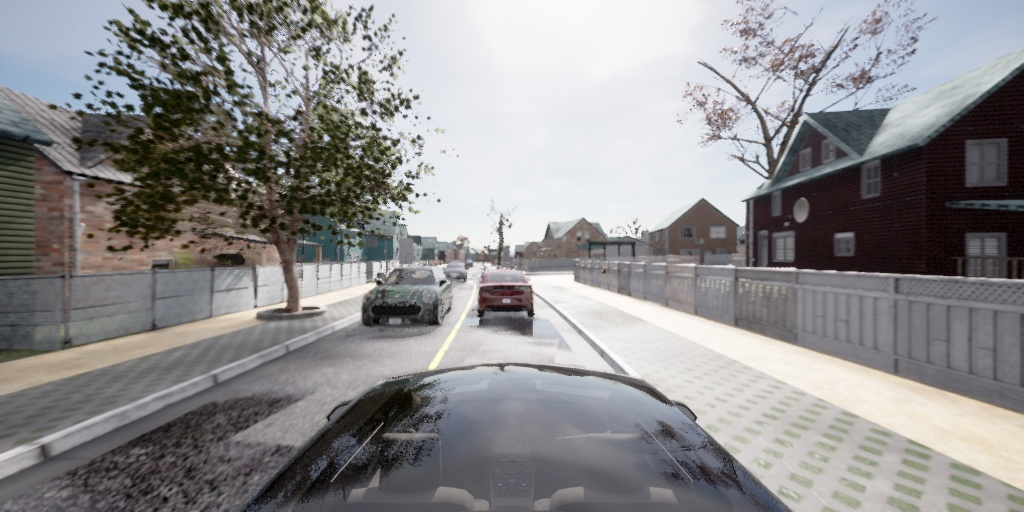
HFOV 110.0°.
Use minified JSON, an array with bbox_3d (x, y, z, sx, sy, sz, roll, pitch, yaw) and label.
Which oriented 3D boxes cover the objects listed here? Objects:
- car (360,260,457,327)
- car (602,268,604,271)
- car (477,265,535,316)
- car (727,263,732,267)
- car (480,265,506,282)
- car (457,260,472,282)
[{"bbox_3d":[-3.151,1.114,11.581,2.097,1.767,4.553,0,0,-3],"label":"car"},{"bbox_3d":[9.914,1.013,33.136,4.674,1.442,1.812,-1,0,10],"label":"car"},{"bbox_3d":[-0.291,1.241,13.539,1.882,1.535,5.008,0,0,-3],"label":"car"},{"bbox_3d":[21.294,0.725,31.065,4.674,1.442,1.812,-1,0,11],"label":"car"},{"bbox_3d":[-1.699,1.432,30.556,1.895,1.301,4.718,0,0,-7],"label":"car"},{"bbox_3d":[-4.584,1.324,29.346,2.128,1.511,4.902,0,0,-6],"label":"car"}]
